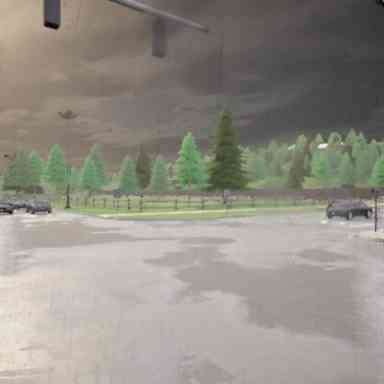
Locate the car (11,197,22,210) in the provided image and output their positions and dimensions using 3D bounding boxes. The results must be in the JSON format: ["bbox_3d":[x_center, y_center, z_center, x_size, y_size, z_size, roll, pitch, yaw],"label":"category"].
[{"bbox_3d":[-21.312,1.546,42.141,1.994,1.385,4.181,0,0,-36],"label":"car"}]

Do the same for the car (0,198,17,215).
[{"bbox_3d":[-19.302,1.554,33.382,1.994,1.385,4.181,0,0,-36],"label":"car"}]

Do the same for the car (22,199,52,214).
[{"bbox_3d":[-16.113,1.487,34.945,1.837,1.490,4.892,0,0,-36],"label":"car"}]

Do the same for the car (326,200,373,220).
[{"bbox_3d":[12.998,1.442,27.394,4.892,1.490,1.837,0,0,-35],"label":"car"}]

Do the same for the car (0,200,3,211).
[{"bbox_3d":[-24.432,1.591,40.469,1.895,1.301,4.718,0,0,-36],"label":"car"}]
